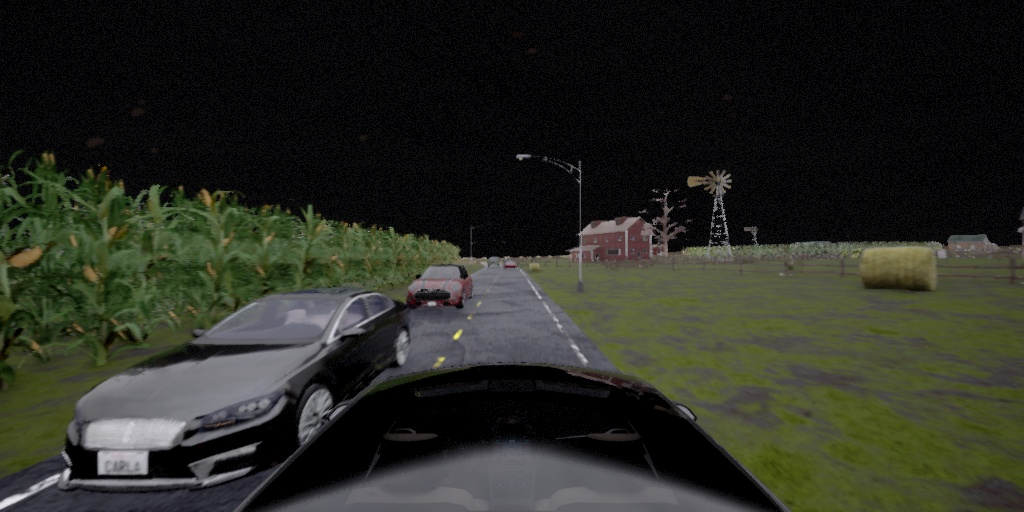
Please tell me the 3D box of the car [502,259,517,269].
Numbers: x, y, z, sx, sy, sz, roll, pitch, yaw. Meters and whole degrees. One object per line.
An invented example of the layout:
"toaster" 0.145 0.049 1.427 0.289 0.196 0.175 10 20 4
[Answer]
"car" -0.284 1.382 57.917 1.994 1.385 4.181 0 0 -2

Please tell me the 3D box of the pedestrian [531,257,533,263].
"pedestrian" 2.726 1.092 49.711 0.375 1.860 0.375 0 0 -2

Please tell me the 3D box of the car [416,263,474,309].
"car" -2.854 1.128 15.115 2.097 1.767 4.553 0 0 0

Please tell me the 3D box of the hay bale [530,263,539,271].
"hay bale" 3.041 1.468 48.889 1.220 1.180 1.240 0 0 -1

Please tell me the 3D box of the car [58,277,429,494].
"car" -2.857 1.257 5.078 2.128 1.511 4.902 0 0 0
